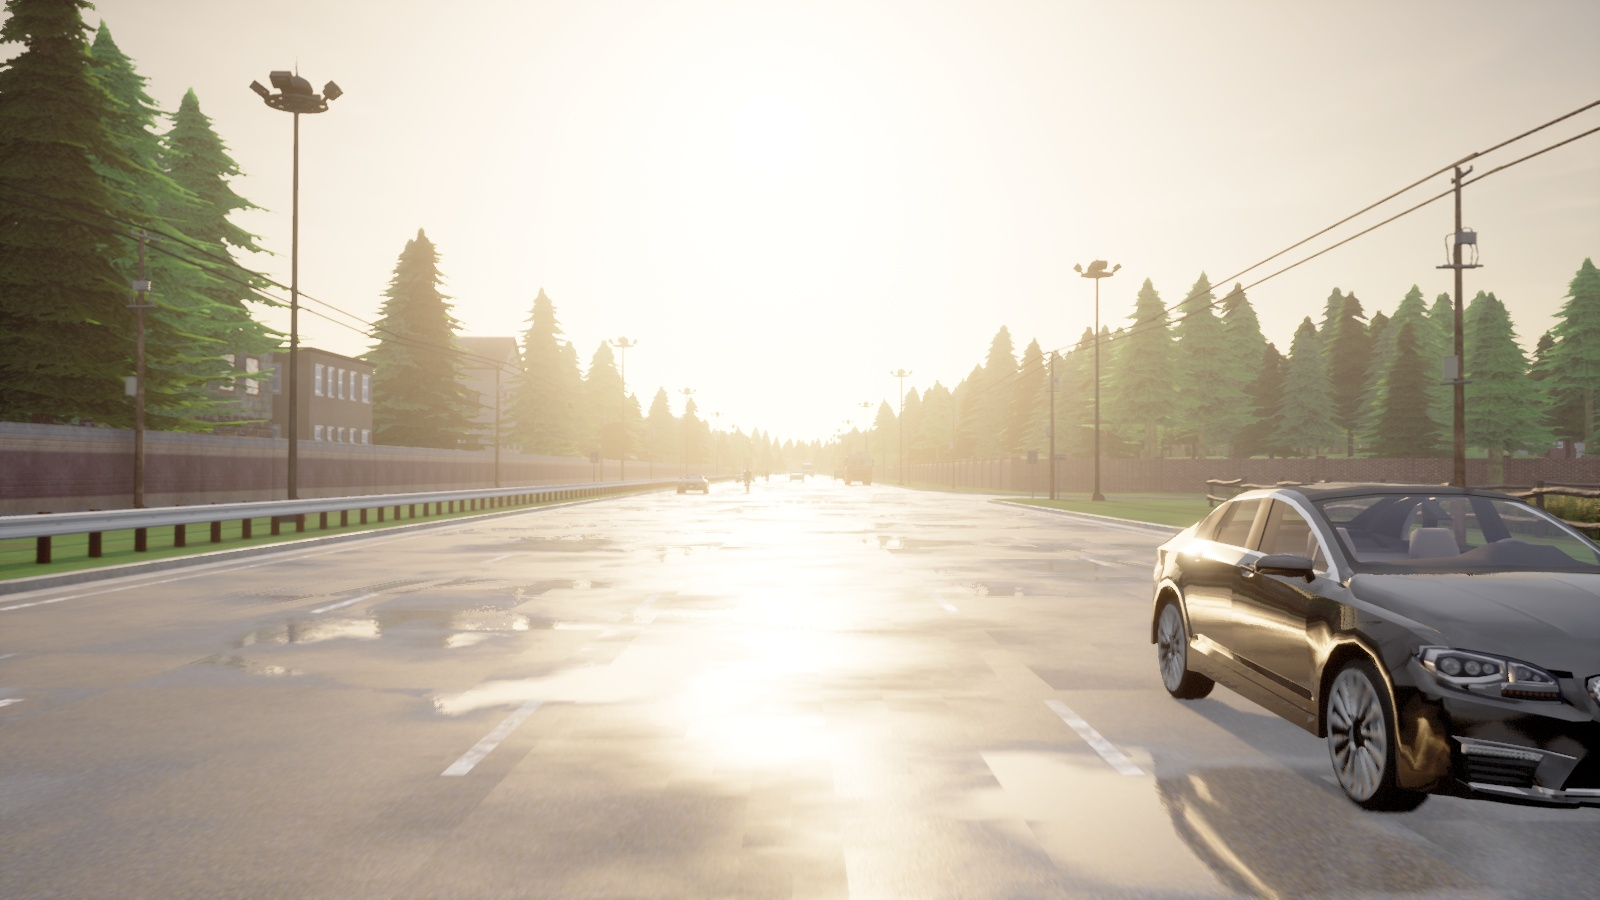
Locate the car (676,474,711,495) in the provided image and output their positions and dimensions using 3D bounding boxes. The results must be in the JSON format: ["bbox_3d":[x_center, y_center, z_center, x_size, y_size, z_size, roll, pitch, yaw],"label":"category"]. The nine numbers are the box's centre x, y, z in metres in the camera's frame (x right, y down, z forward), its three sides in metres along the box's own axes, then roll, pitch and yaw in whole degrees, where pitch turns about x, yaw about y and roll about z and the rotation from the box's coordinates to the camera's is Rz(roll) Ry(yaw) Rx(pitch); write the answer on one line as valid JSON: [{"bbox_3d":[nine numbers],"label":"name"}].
[{"bbox_3d":[-7.204,2.335,85.286,1.994,1.385,4.181,0,-1,0],"label":"car"}]

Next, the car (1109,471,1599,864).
[{"bbox_3d":[3.482,0.879,7.314,2.128,1.511,4.902,0,-1,0],"label":"car"}]
